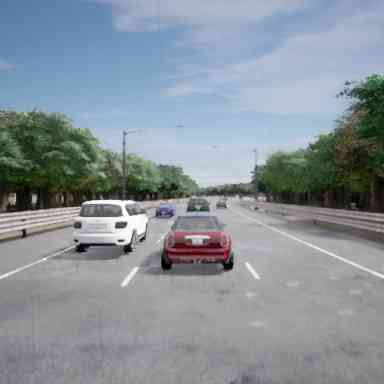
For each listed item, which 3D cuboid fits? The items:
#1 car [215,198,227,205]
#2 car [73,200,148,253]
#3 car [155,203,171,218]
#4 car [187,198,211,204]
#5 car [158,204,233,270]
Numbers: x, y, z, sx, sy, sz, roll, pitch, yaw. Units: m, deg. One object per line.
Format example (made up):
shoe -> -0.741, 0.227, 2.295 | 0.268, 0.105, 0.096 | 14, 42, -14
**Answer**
car -> 5.434, 2.271, 61.744 | 2.128, 1.511, 4.902 | 0, -1, 4
car -> -3.296, 1.368, 14.444 | 2.150, 2.045, 5.566 | 0, 0, 1
car -> -2.762, 1.937, 35.524 | 1.812, 1.442, 4.674 | 0, -1, 2
car -> 0.648, 1.606, 33.015 | 2.150, 2.045, 5.566 | 0, -1, 2
car -> 0.180, 1.470, 11.686 | 2.097, 1.767, 4.553 | 0, -1, 1
